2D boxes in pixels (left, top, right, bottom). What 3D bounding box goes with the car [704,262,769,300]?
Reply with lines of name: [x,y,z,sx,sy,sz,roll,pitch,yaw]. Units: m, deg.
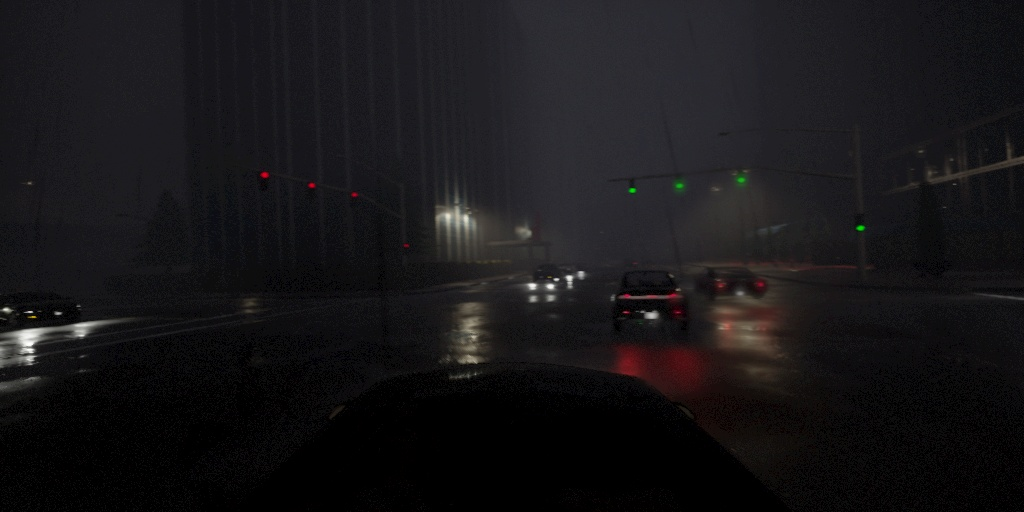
car: [9.195,1.109,15.541,1.895,1.301,4.718,-3,-1,18]

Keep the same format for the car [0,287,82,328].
car: [-22.090,2.362,16.388,4.892,1.490,1.837,-3,-1,18]

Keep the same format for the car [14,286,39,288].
car: [-40.919,3.291,30.063,5.008,1.535,1.882,-2,-1,18]

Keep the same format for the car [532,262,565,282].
car: [3.104,1.451,31.655,1.837,1.490,4.892,-3,-1,18]

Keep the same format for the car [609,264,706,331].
car: [3.954,1.169,10.607,2.128,1.511,4.902,-3,-1,18]

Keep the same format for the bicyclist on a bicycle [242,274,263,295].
bicyclist on a bicycle: [-20.630,2.228,28.519,0.582,1.620,1.656,-3,0,18]

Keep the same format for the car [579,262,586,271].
car: [9.339,1.492,50.969,1.895,1.301,4.718,-3,-1,18]

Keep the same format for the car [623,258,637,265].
car: [17.441,1.115,53.005,2.033,1.411,5.357,-3,-1,17]

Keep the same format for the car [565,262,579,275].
car: [6.177,1.446,41.259,1.812,1.442,4.674,-3,-1,18]
